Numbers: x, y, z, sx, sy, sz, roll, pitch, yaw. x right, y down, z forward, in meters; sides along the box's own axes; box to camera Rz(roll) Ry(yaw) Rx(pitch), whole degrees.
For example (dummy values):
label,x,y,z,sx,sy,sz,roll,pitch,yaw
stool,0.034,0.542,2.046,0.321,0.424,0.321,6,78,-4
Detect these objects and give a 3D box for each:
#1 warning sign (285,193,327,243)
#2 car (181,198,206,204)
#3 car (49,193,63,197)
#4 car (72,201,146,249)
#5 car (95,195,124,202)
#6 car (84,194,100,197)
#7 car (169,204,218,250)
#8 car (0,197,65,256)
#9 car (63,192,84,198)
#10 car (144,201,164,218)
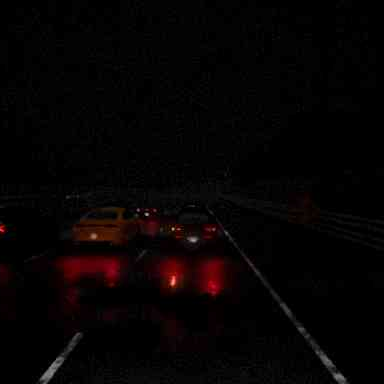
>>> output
label,x,y,z,sx,sy,sz,roll,pitch,yaw
warning sign,4.609,1.020,13.555,1.300,1.860,1.060,2,2,0
car,0.123,1.291,28.047,1.837,1.490,4.892,0,1,1
car,-23.877,1.018,58.701,1.837,1.490,4.892,0,0,2
car,-3.415,1.377,14.136,1.882,1.535,5.008,0,1,1
car,-6.858,1.251,29.261,1.882,1.535,5.008,0,1,1
car,-16.893,1.085,58.484,1.994,1.385,4.181,0,0,2
car,0.080,1.428,13.726,1.812,1.442,4.674,0,1,1
car,-6.928,1.260,12.907,2.097,1.767,4.553,0,0,1
car,-20.384,0.869,58.664,2.097,1.767,4.553,0,0,2
car,-3.388,1.390,27.443,1.895,1.301,4.718,0,1,1
